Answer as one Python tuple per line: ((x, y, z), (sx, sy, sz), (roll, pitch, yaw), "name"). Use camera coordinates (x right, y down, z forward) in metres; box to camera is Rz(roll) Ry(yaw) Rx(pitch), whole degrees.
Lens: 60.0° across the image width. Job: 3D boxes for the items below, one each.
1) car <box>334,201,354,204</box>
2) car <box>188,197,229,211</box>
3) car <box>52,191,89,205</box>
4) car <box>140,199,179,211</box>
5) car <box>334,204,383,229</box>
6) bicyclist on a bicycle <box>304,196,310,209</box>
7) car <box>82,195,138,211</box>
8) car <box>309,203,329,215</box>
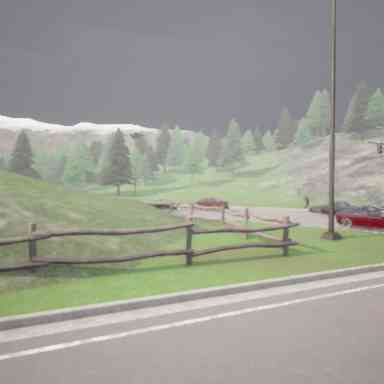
((12.416, 1.623, 23.491), (1.994, 1.385, 4.181), (1, 0, -40), "car")
((1.839, 1.378, 38.382), (5.008, 1.535, 1.882), (1, 0, 37), "car")
((-18.188, 0.872, 50.214), (5.566, 2.045, 2.150), (1, 0, 9), "car")
((-3.954, 1.440, 38.072), (4.718, 1.301, 1.895), (1, 0, 30), "car")
((11.228, 1.657, 20.036), (1.895, 1.301, 4.718), (1, 0, -33), "car")
((14.646, 1.328, 42.416), (0.582, 1.620, 1.656), (1, 0, 42), "bicyclist on a bicycle")
((-9.035, 1.336, 36.820), (5.357, 1.411, 2.033), (1, 0, 23), "car")
((14.258, 1.599, 32.455), (5.357, 1.411, 2.033), (1, 0, 44), "car")
